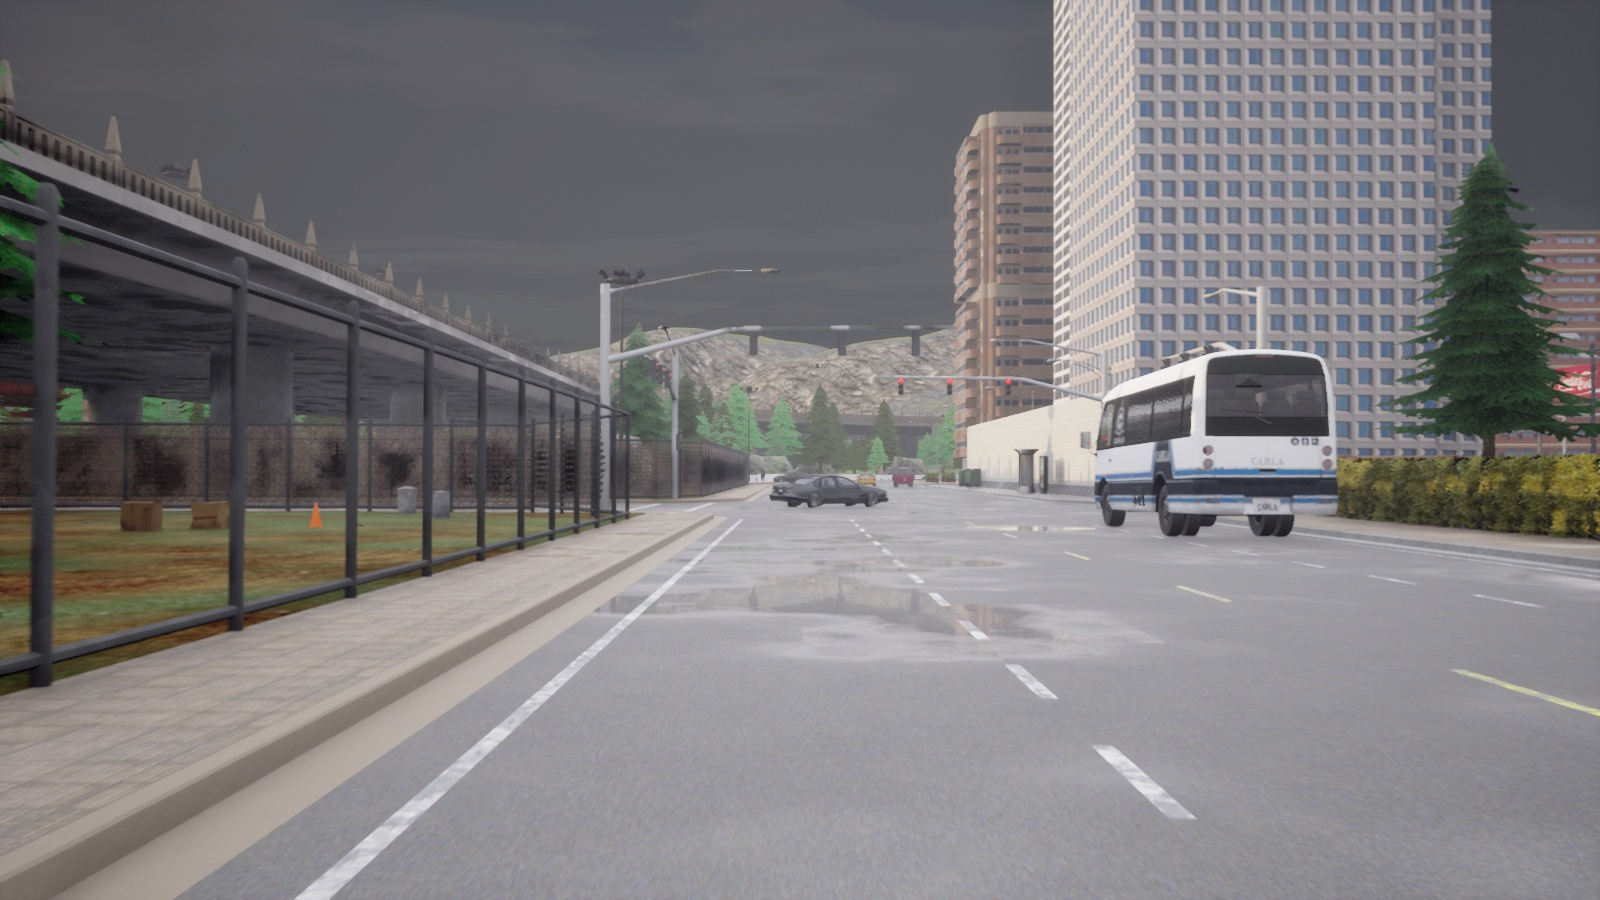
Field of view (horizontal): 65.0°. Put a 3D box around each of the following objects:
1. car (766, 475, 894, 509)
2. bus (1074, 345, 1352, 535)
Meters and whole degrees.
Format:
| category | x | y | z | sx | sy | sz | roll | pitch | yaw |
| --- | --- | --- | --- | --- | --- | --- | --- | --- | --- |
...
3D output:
| category | x | y | z | sx | sy | sz | roll | pitch | yaw |
| --- | --- | --- | --- | --- | --- | --- | --- | --- | --- |
| car | 1.349 | 1.798 | 54.744 | 5.357 | 1.411 | 2.033 | 0 | -1 | -34 |
| bus | 10.412 | -0.044 | 33.452 | 3.944 | 4.253 | 10.273 | 0 | -2 | 0 |
